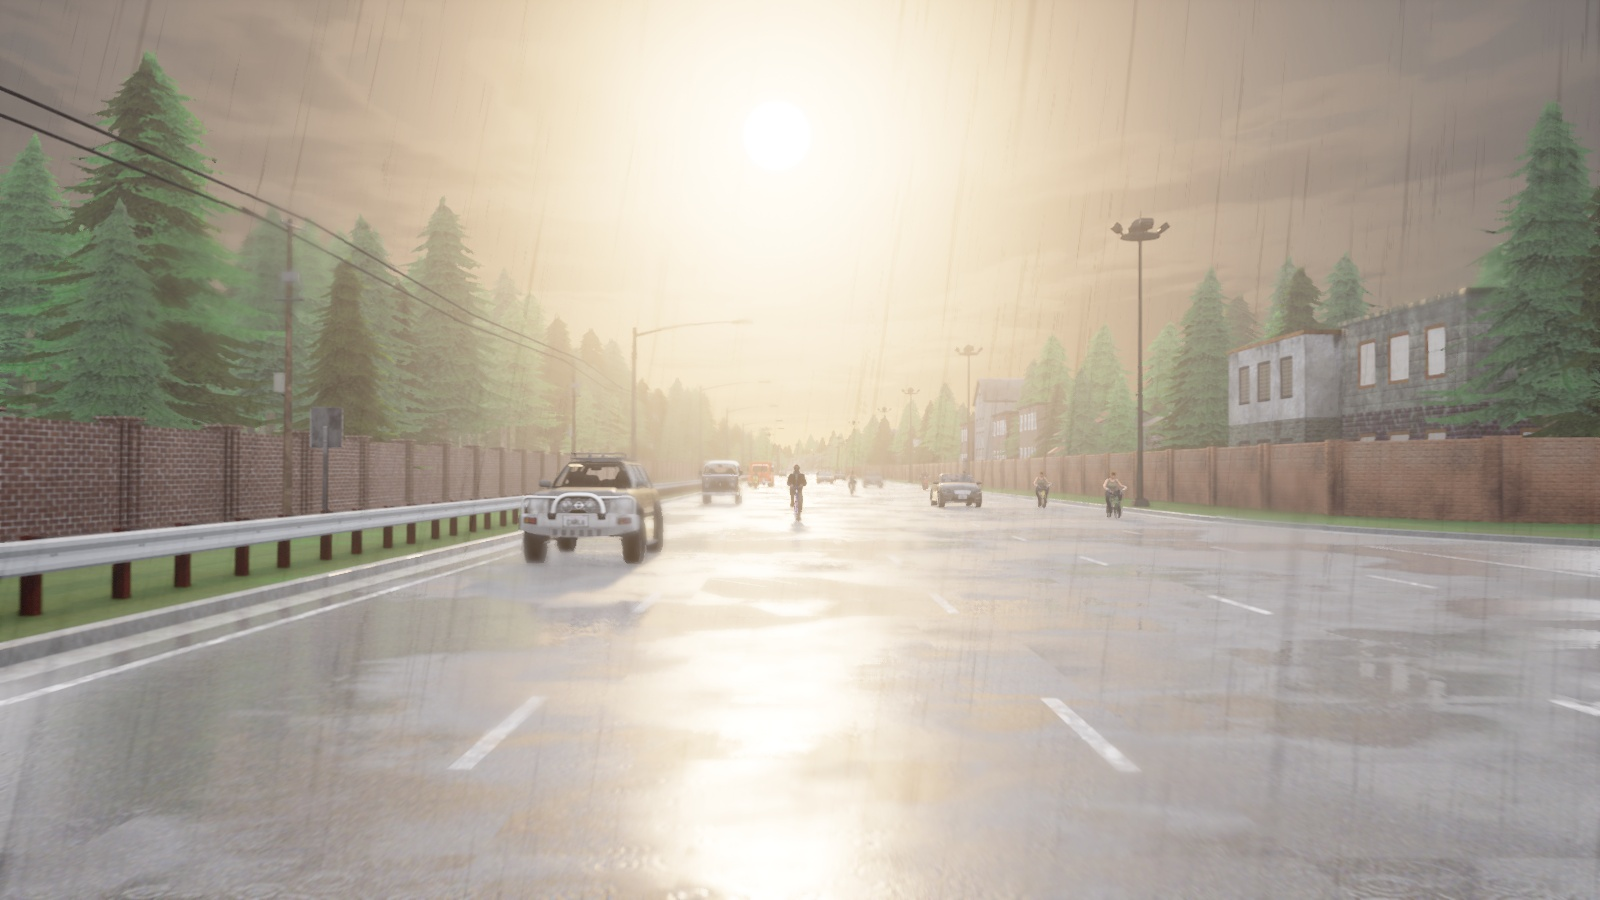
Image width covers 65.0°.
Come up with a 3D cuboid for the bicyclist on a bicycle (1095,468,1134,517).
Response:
[{"bbox_3d":[10.492,1.411,41.938,0.866,1.612,1.509,0,-1,-2],"label":"bicyclist on a bicycle"}]

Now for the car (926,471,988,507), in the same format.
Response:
[{"bbox_3d":[6.863,1.670,55.338,2.128,1.511,4.902,0,-1,0],"label":"car"}]

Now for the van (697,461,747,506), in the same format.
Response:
[{"bbox_3d":[-3.648,1.550,59.554,2.069,2.038,4.480,0,-1,0],"label":"van"}]

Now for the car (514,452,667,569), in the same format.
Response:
[{"bbox_3d":[-3.556,1.019,22.166,1.932,1.855,4.605,0,-2,0],"label":"car"}]
